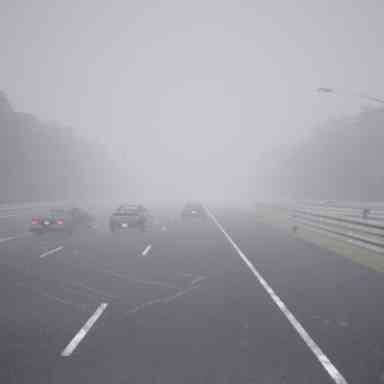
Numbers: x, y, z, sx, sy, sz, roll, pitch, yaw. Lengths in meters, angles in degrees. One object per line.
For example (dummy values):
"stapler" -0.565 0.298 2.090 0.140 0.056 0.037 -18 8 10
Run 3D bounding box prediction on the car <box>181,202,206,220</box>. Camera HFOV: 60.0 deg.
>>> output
"car" 0.145 1.518 27.641 1.994 1.385 4.181 0 0 0

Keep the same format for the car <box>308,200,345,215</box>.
"car" 11.626 1.486 30.336 1.801 1.575 5.366 0 0 -13

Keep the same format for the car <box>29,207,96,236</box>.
"car" -6.872 1.516 18.260 2.033 1.411 5.357 0 0 0

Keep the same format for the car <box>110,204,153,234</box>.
"car" -3.368 1.459 19.098 2.128 1.511 4.902 0 0 0
